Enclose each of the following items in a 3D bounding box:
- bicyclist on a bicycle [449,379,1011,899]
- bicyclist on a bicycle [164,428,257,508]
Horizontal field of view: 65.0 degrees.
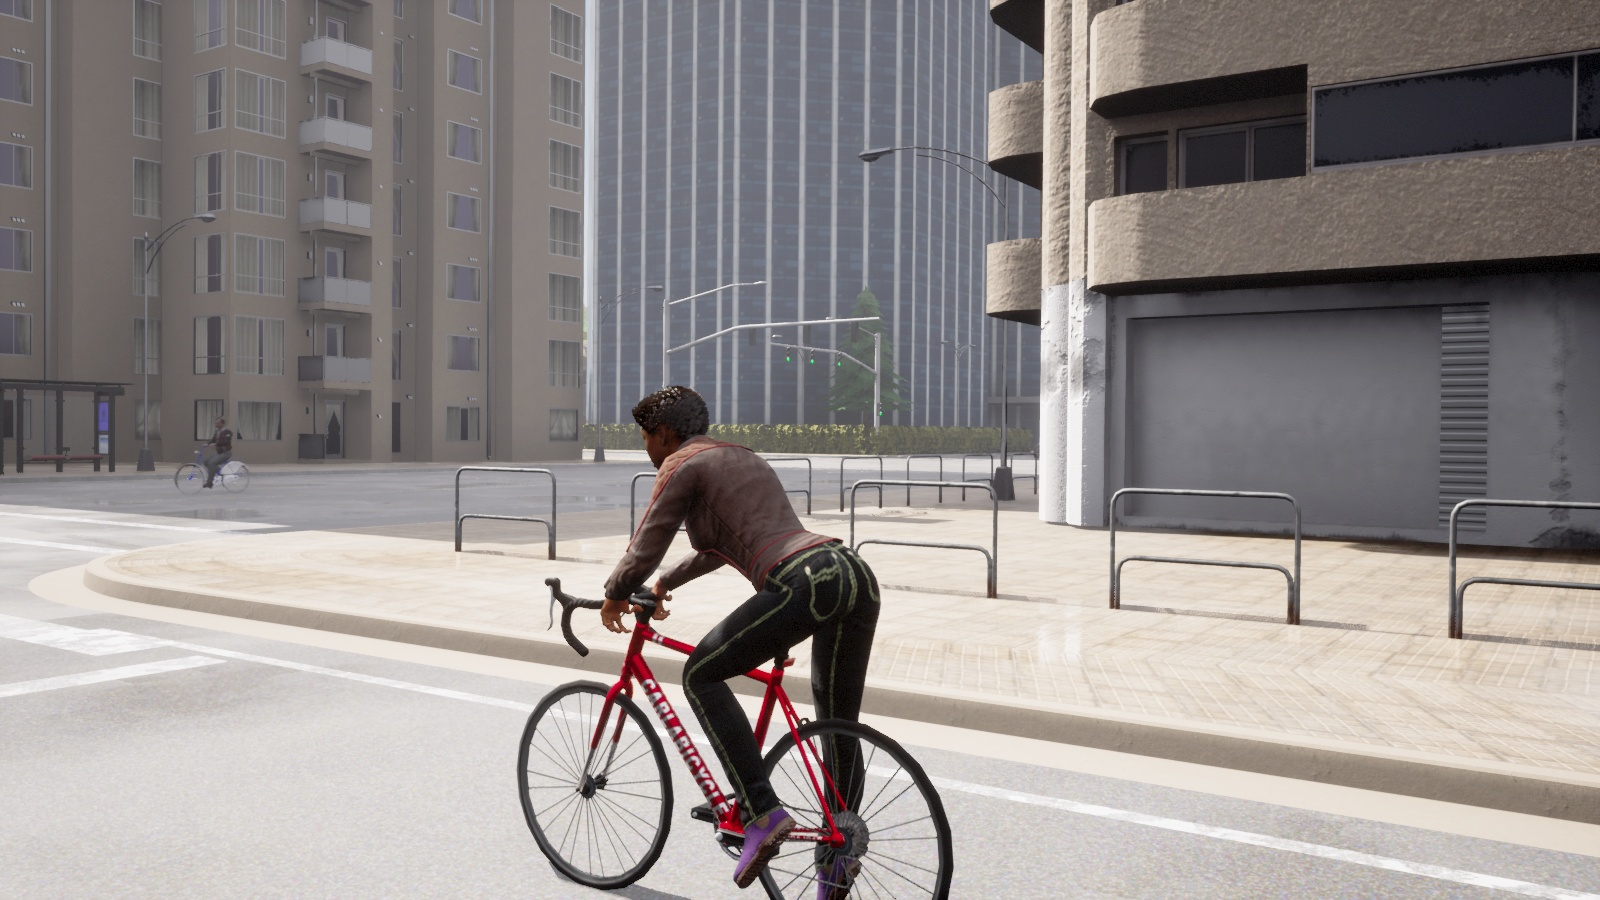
[{"bbox_3d":[-0.257,0.635,3.796,1.656,1.620,0.582,0,1,34],"label":"bicyclist on a bicycle"},{"bbox_3d":[-13.494,0.386,28.813,0.659,1.776,1.843,0,1,33],"label":"bicyclist on a bicycle"}]
